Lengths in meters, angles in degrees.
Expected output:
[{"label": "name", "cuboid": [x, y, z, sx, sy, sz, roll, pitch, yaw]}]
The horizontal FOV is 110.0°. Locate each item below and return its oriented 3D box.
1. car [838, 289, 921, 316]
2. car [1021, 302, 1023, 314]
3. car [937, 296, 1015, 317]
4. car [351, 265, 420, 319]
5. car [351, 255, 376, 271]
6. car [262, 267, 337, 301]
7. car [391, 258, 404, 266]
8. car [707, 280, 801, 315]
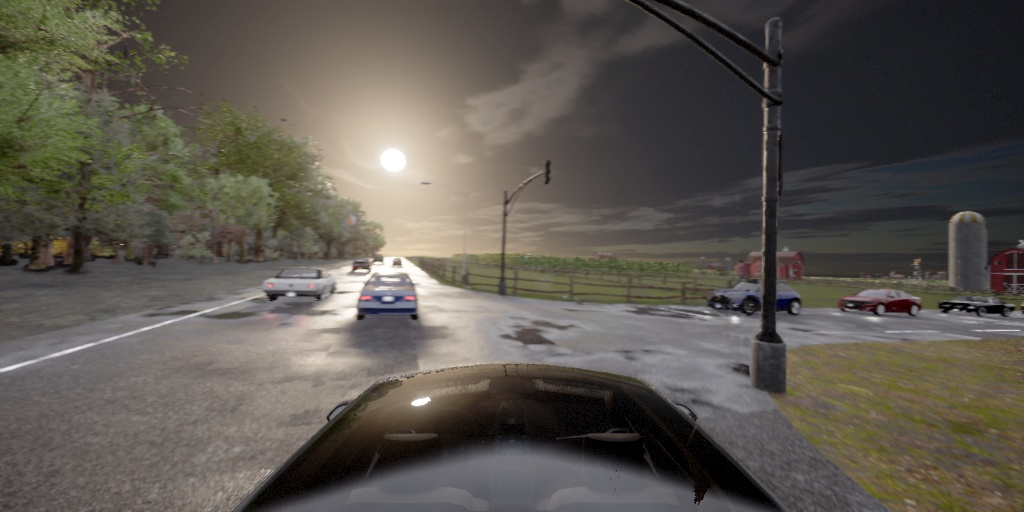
[{"label": "car", "cuboid": [22.201, 2.733, 21.701, 5.008, 1.535, 1.882, 3, -2, -17]}, {"label": "car", "cuboid": [41.808, 3.858, 27.679, 4.902, 1.511, 2.128, 3, -2, -17]}, {"label": "car", "cuboid": [31.879, 3.405, 24.674, 4.718, 1.301, 1.895, 3, -2, -17]}, {"label": "car", "cuboid": [-4.201, 1.237, 12.393, 2.033, 1.411, 5.357, 3, -1, -17]}, {"label": "car", "cuboid": [-15.980, 0.976, 38.373, 1.837, 1.490, 4.892, 3, -1, -17]}, {"label": "car", "cuboid": [-8.793, 1.129, 15.355, 1.895, 1.301, 4.718, 3, -1, -17]}, {"label": "car", "cuboid": [-19.049, 1.071, 59.597, 1.837, 1.490, 4.892, 3, -1, -17]}, {"label": "car", "cuboid": [12.623, 2.065, 18.784, 4.553, 1.767, 2.097, 3, -2, -16]}]
